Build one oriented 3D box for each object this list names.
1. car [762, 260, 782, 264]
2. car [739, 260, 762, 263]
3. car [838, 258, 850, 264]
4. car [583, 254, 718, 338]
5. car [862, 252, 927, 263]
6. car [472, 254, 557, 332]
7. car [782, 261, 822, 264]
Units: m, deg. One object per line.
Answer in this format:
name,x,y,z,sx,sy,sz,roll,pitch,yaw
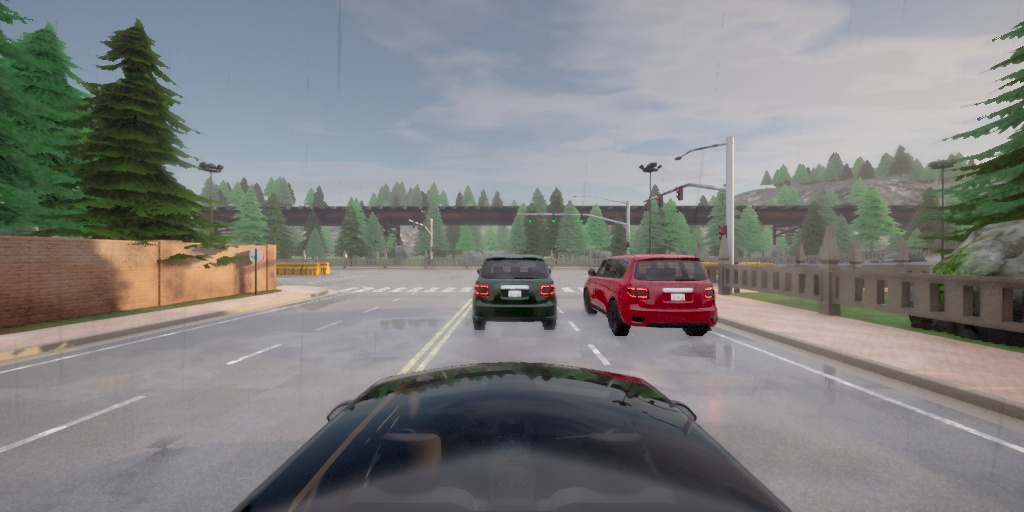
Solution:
car,31.383,1.297,45.541,5.357,1.411,2.033,0,0,0
car,25.834,1.241,42.051,4.902,1.511,2.128,0,0,0
car,41.762,1.081,45.505,4.902,1.511,2.128,-2,0,0
car,3.571,0.971,10.350,2.150,2.045,5.566,0,0,0
car,45.142,0.669,42.006,5.566,2.045,2.150,-3,0,-1
car,0.071,0.971,11.027,2.150,2.045,5.566,0,0,0
car,34.747,1.302,42.021,4.181,1.385,1.994,0,0,0
